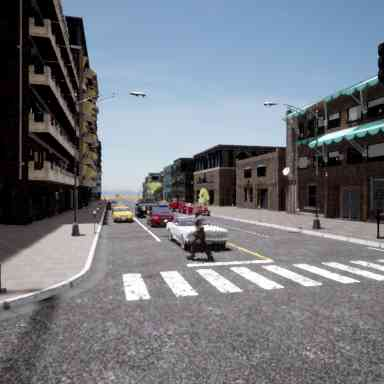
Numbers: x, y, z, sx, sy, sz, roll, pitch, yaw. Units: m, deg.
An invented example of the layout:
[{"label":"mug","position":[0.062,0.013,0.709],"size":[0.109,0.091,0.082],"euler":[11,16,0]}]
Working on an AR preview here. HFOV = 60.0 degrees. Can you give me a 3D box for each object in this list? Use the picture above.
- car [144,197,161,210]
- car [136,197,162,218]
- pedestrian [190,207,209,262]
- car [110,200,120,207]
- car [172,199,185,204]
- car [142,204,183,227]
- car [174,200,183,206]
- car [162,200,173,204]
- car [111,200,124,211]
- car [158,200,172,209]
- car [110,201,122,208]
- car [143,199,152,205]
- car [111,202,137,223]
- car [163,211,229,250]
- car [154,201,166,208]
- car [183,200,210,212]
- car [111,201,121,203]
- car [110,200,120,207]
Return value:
[{"label":"car","position":[-6.729,1.888,55.649],"size":[2.150,2.045,5.566],"euler":[0,-1,-14]},{"label":"car","position":[-4.876,1.640,35.483],"size":[2.150,2.045,5.566],"euler":[0,-1,-13]},{"label":"pedestrian","position":[0.255,1.416,11.277],"size":[0.375,1.860,0.375],"euler":[-1,0,-14]},{"label":"car","position":[-17.110,2.448,73.698],"size":[2.008,1.369,4.403],"euler":[-1,-1,-14]},{"label":"car","position":[-2.100,1.887,48.162],"size":[2.192,1.841,5.009],"euler":[-1,-1,-14]},{"label":"car","position":[-2.328,1.855,25.177],"size":[1.994,1.385,4.181],"euler":[0,-1,-15]},{"label":"car","position":[-0.722,2.086,42.651],"size":[1.802,1.307,4.206],"euler":[-1,-1,-14]},{"label":"car","position":[-4.271,2.111,46.022],"size":[1.994,1.385,4.181],"euler":[0,-1,-14]},{"label":"car","position":[-11.617,2.061,51.665],"size":[1.967,1.590,4.097],"euler":[-1,-1,-14]},{"label":"car","position":[-4.889,2.237,59.341],"size":[1.752,1.417,4.829],"euler":[-1,-1,-14]},{"label":"car","position":[-14.360,2.324,62.681],"size":[1.947,1.339,4.313],"euler":[-1,-1,-14]},{"label":"car","position":[-11.763,2.584,86.880],"size":[1.752,1.417,4.829],"euler":[-1,-1,-14]},{"label":"car","position":[-6.141,1.870,29.451],"size":[1.752,1.417,4.829],"euler":[-1,-1,-14]},{"label":"car","position":[0.115,1.773,15.423],"size":[1.895,1.301,4.718],"euler":[0,-1,-14]},{"label":"car","position":[-6.222,2.360,64.683],"size":[1.802,1.307,4.206],"euler":[-1,-1,-14]},{"label":"car","position":[0.671,1.876,37.151],"size":[1.967,1.590,4.097],"euler":[-1,-1,-14]},{"label":"car","position":[-7.505,1.966,35.136],"size":[2.008,1.369,4.403],"euler":[-1,-1,-14]},{"label":"car","position":[-15.735,2.372,68.189],"size":[1.887,1.381,4.507],"euler":[-1,-1,-14]}]
